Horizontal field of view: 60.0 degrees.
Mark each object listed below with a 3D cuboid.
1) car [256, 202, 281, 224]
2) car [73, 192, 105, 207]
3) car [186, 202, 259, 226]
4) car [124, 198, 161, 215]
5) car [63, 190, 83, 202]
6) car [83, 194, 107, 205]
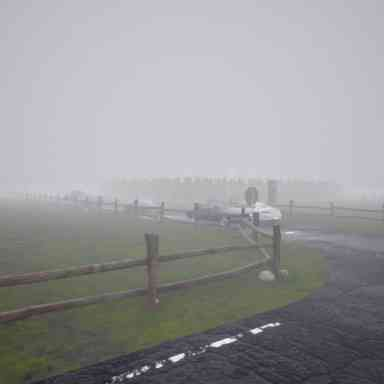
[{"bbox_3d":[3.967,1.394,22.861,1.812,1.442,4.674,1,0,-36],"label":"car"},{"bbox_3d":[-12.808,1.077,41.367,1.837,1.490,4.892,1,0,-35],"label":"car"},{"bbox_3d":[1.676,1.430,21.158,1.895,1.301,4.718,1,0,-36],"label":"car"},{"bbox_3d":[-4.491,1.246,29.758,1.812,1.442,4.674,1,0,-36],"label":"car"},{"bbox_3d":[-19.974,0.665,56.200,2.150,2.045,5.566,1,0,-36],"label":"car"},{"bbox_3d":[-14.115,1.053,48.132,1.837,1.490,4.892,1,0,-35],"label":"car"}]
